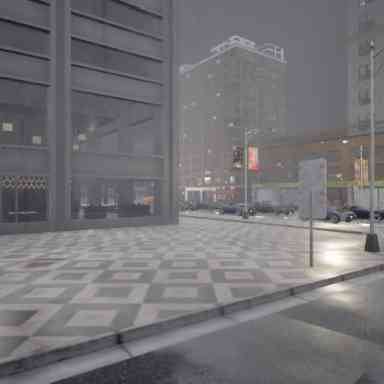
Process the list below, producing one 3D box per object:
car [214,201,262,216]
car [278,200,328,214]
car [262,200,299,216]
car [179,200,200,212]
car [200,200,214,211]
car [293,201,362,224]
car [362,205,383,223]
[{"bbox_3d":[4.556,1.670,33.731,1.994,1.385,4.181,0,0,-36],"label":"car"},{"bbox_3d":[12.911,1.658,39.126,2.033,1.411,5.357,0,0,-36],"label":"car"},{"bbox_3d":[7.991,1.651,34.513,2.033,1.411,5.357,0,0,-36],"label":"car"},{"bbox_3d":[-1.317,1.703,41.876,1.994,1.385,4.181,0,0,-35],"label":"car"},{"bbox_3d":[2.014,1.685,42.798,2.033,1.411,5.357,0,0,-36],"label":"car"},{"bbox_3d":[10.370,1.632,25.675,1.994,1.385,4.181,0,0,-36],"label":"car"},{"bbox_3d":[13.641,1.667,26.695,1.895,1.301,4.718,0,0,-36],"label":"car"}]
